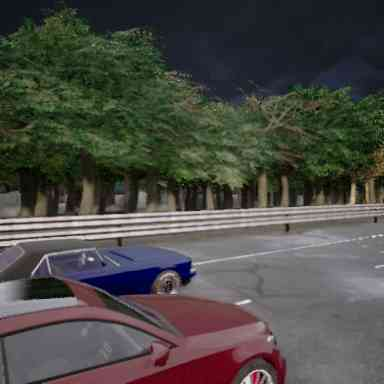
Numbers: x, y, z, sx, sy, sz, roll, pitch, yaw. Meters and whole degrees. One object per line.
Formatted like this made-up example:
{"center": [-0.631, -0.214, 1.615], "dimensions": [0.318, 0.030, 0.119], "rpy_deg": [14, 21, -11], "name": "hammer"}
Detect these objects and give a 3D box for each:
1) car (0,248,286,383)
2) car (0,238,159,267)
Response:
{"center": [-1.208, 1.526, 2.887], "dimensions": [4.674, 1.442, 1.812], "rpy_deg": [0, 0, -35], "name": "car"}
{"center": [-2.241, 1.577, 6.454], "dimensions": [4.718, 1.301, 1.895], "rpy_deg": [-1, 0, -36], "name": "car"}
